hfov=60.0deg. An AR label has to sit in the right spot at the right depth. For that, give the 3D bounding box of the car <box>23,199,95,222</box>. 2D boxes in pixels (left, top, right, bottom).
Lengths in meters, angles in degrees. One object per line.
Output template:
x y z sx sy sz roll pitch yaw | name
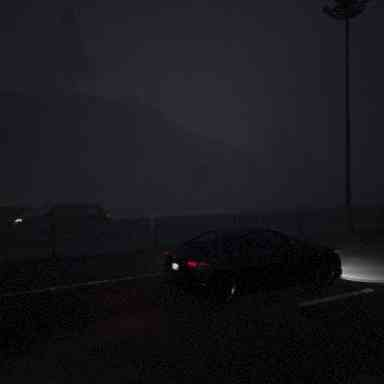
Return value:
-10.206 1.351 25.617 5.008 1.535 1.882 -1 1 -27 | car

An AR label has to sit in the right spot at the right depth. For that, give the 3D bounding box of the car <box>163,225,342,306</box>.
1.440 1.474 7.762 4.181 1.385 1.994 -1 1 -26 | car

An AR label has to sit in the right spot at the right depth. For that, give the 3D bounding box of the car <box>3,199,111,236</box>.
-6.210 1.273 15.871 4.553 1.767 2.097 -1 1 -27 | car

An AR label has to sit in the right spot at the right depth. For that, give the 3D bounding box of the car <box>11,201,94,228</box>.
-9.242 1.400 22.183 4.892 1.490 1.837 -1 1 -27 | car

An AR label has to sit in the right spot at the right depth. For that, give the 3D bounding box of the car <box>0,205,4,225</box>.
-10.208 1.454 17.722 4.892 1.490 1.837 -1 0 -28 | car
